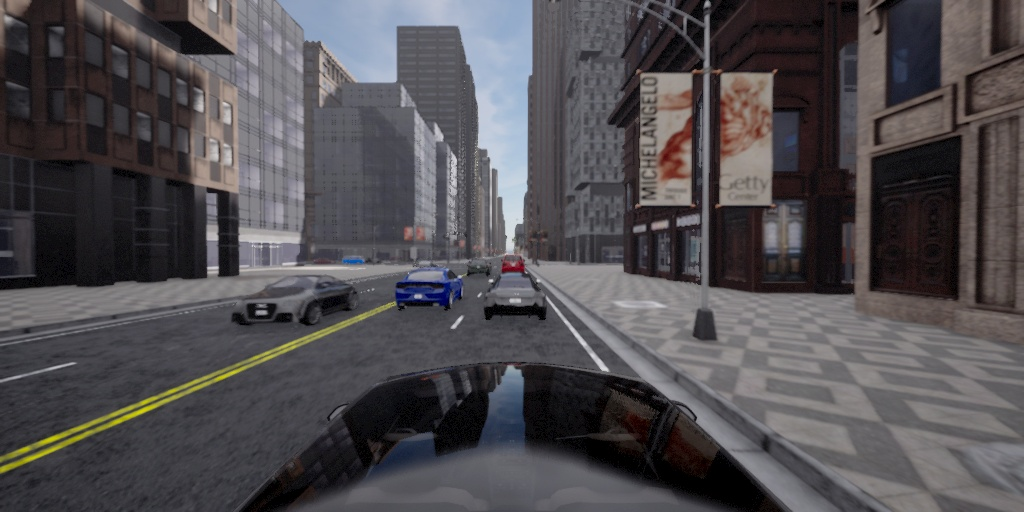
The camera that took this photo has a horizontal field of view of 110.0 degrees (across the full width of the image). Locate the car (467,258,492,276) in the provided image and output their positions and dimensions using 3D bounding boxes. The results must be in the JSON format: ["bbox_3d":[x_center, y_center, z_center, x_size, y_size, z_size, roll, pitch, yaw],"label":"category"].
[{"bbox_3d":[-3.141,1.022,35.580,2.097,1.767,4.553,0,0,0],"label":"car"}]

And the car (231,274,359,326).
[{"bbox_3d":[-6.595,1.293,11.423,1.994,1.385,4.181,0,0,0],"label":"car"}]

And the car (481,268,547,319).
[{"bbox_3d":[0.102,1.291,12.661,1.994,1.385,4.181,0,0,0],"label":"car"}]

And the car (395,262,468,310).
[{"bbox_3d":[-3.147,1.200,14.518,1.882,1.535,5.008,0,0,0],"label":"car"}]

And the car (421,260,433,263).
[{"bbox_3d":[-9.832,1.182,40.985,1.812,1.442,4.674,0,0,0],"label":"car"}]

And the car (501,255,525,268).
[{"bbox_3d":[0.110,0.893,34.985,2.150,2.045,5.566,0,0,0],"label":"car"}]
